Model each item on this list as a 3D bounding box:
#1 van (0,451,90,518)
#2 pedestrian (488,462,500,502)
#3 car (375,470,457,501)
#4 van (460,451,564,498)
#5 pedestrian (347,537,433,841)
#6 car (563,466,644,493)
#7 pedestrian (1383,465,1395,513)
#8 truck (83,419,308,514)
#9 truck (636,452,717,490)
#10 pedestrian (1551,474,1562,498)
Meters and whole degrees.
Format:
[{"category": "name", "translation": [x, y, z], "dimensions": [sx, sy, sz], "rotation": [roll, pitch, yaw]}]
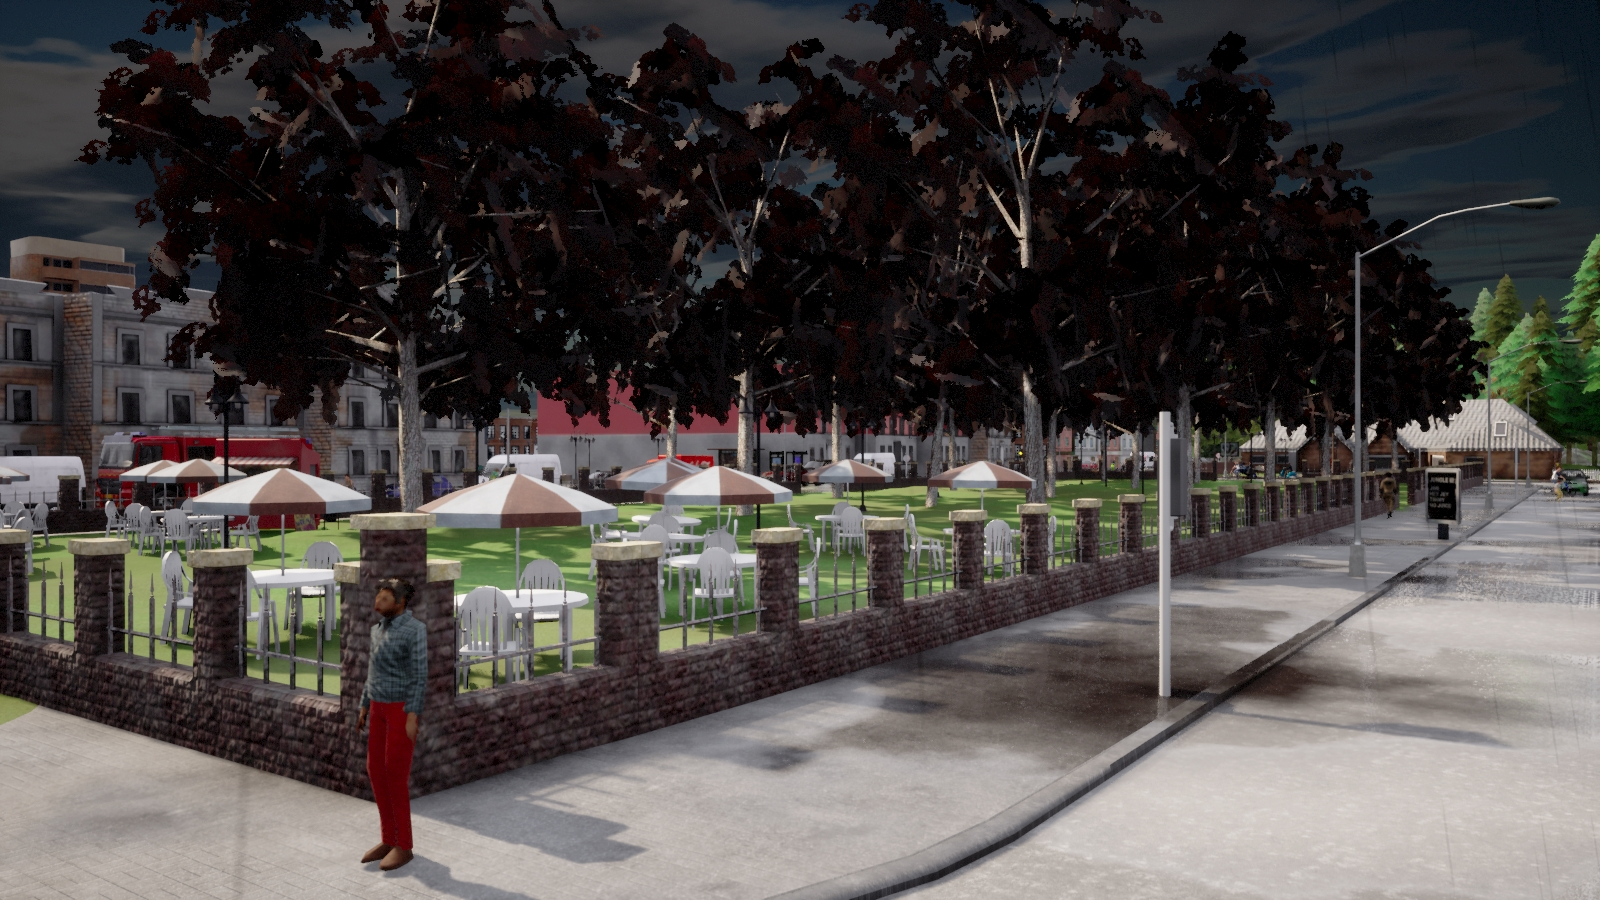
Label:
[{"category": "van", "translation": [-31.021, 1.314, 44.007], "dimensions": [1.988, 2.561, 5.915], "rotation": [0, 0, 35]}, {"category": "pedestrian", "translation": [-14.437, 1.523, 53.939], "dimensions": [0.375, 1.860, 0.375], "rotation": [0, 0, 29]}, {"category": "car", "translation": [-20.045, 1.818, 59.739], "dimensions": [1.845, 1.501, 3.633], "rotation": [0, 0, 35]}, {"category": "van", "translation": [-16.329, 1.314, 65.083], "dimensions": [1.988, 2.561, 5.915], "rotation": [0, 0, 35]}, {"category": "pedestrian", "translation": [-2.655, 1.517, 7.406], "dimensions": [0.375, 1.860, 0.375], "rotation": [0, 0, 36]}, {"category": "car", "translation": [-12.166, 1.814, 71.050], "dimensions": [2.097, 1.535, 5.006], "rotation": [0, 0, 35]}, {"category": "pedestrian", "translation": [23.052, 1.525, 44.746], "dimensions": [0.375, 1.860, 0.375], "rotation": [0, 0, 35]}, {"category": "truck", "translation": [-26.598, 0.670, 50.778], "dimensions": [2.891, 3.827, 8.468], "rotation": [0, 0, 35]}, {"category": "truck", "translation": [-8.233, 1.348, 76.671], "dimensions": [2.627, 2.467, 5.204], "rotation": [0, 0, 35]}, {"category": "pedestrian", "translation": [40.172, 1.908, 60.658], "dimensions": [0.375, 1.300, 0.375], "rotation": [0, 0, -34]}]
